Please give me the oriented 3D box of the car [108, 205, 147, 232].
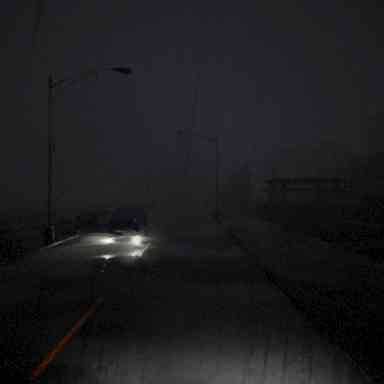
[{"bbox_3d":[-4.096,1.632,21.719,1.882,1.535,5.008,0,0,0],"label":"car"}]
